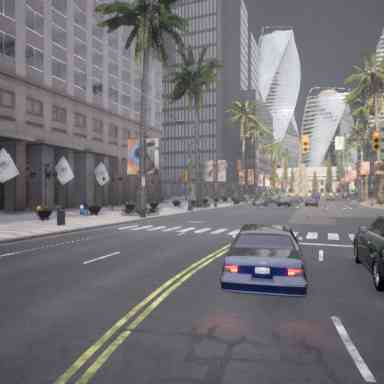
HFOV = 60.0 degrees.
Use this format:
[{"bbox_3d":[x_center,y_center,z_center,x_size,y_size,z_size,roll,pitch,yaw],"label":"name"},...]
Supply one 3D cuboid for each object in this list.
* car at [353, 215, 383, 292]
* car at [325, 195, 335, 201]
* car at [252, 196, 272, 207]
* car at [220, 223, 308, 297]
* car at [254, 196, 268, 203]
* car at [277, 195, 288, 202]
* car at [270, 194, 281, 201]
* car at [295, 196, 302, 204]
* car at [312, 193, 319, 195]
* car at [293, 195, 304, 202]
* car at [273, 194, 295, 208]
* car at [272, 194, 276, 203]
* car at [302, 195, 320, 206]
[{"bbox_3d":[5.661,1.352,8.755,2.097,1.767,4.553,0,0,18],"label":"car"},{"bbox_3d":[34.270,1.590,82.389,1.895,1.301,4.718,0,0,21],"label":"car"},{"bbox_3d":[10.491,1.492,50.936,2.128,1.511,4.902,0,0,22],"label":"car"},{"bbox_3d":[1.946,1.547,8.787,2.033,1.411,5.357,0,0,14],"label":"car"},{"bbox_3d":[14.451,1.513,69.450,2.161,1.482,4.786,0,0,21],"label":"car"},{"bbox_3d":[21.229,1.478,77.921,1.882,1.535,5.008,0,0,22],"label":"car"},{"bbox_3d":[22.554,1.354,89.830,2.185,1.767,4.553,0,0,21],"label":"car"},{"bbox_3d":[19.426,1.504,63.886,1.837,1.490,4.892,0,0,22],"label":"car"},{"bbox_3d":[32.666,1.225,88.003,2.150,2.045,5.566,0,0,21],"label":"car"},{"bbox_3d":[25.146,1.540,78.293,2.033,1.411,5.357,0,0,22],"label":"car"},{"bbox_3d":[13.862,1.477,49.880,1.882,1.535,5.008,0,0,21],"label":"car"},{"bbox_3d":[15.761,1.563,64.147,1.994,1.385,4.181,0,0,22],"label":"car"},{"bbox_3d":[19.842,1.564,55.055,1.994,1.385,4.181,0,0,21],"label":"car"}]
